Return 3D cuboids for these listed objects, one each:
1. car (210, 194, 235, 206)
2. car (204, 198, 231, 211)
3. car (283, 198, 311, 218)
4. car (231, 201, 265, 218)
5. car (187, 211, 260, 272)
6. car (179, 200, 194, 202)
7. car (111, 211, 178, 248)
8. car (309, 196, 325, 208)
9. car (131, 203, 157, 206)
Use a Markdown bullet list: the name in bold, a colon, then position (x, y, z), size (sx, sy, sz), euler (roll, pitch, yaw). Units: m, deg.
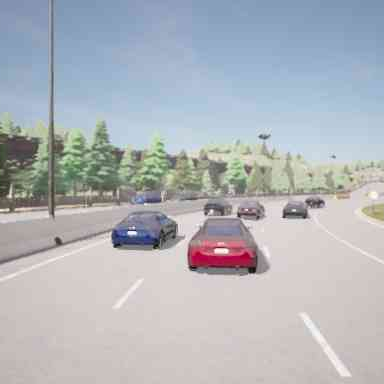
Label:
- **car**: position (4.825, 1.169, 52.499), size (2.097, 1.767, 4.553), euler (0, 0, 32)
- **car**: position (2.554, 1.395, 31.488), size (1.837, 1.490, 4.892), euler (0, 0, 20)
- **car**: position (9.073, 1.468, 29.068), size (1.994, 1.385, 4.181), euler (0, 0, 21)
- **car**: position (5.088, 1.450, 28.388), size (2.033, 1.411, 5.357), euler (0, 0, 19)
- **car**: position (1.027, 1.526, 10.788), size (1.994, 1.385, 4.181), euler (0, 0, 7)
- **car**: position (-1.228, 1.050, 49.050), size (2.150, 2.045, 5.566), euler (0, 0, 28)
- **car**: position (-1.925, 1.510, 14.556), size (1.994, 1.385, 4.181), euler (0, 0, 9)
- **car**: position (16.526, 1.333, 44.530), size (1.882, 1.535, 5.008), euler (0, -1, 32)
- **car**: position (-6.403, 1.048, 46.668), size (2.150, 2.045, 5.566), euler (0, 0, 26)
